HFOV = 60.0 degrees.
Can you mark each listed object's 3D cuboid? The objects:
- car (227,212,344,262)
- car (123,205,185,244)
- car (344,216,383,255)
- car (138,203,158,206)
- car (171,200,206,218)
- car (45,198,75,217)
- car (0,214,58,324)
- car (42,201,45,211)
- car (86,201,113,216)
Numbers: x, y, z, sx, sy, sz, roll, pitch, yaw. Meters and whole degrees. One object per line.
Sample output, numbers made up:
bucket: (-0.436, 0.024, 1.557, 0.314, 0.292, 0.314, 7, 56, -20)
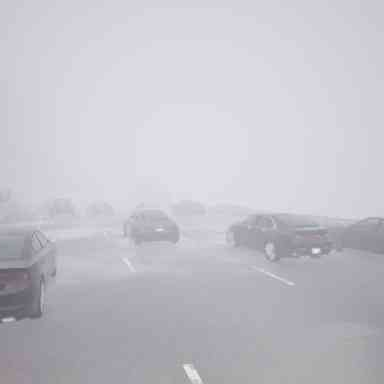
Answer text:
car: (2.929, 1.504, 12.229, 1.837, 1.490, 4.892, 0, 0, -19)
car: (-2.062, 1.563, 15.863, 1.994, 1.385, 4.181, 0, 0, -20)
car: (6.885, 1.547, 11.518, 2.033, 1.411, 5.357, 0, 0, -18)
car: (-4.038, 1.600, 29.998, 1.895, 1.301, 4.718, 0, 0, -24)
car: (-0.448, 1.490, 30.479, 2.128, 1.511, 4.902, 0, 0, -24)
car: (-12.368, 1.351, 31.315, 2.097, 1.767, 4.553, 0, 0, -26)
car: (-4.025, 1.478, 7.072, 1.882, 1.535, 5.008, 0, 0, -18)
car: (-17.049, 1.547, 40.340, 2.033, 1.411, 5.357, 0, 0, -29)
car: (-9.000, 1.563, 32.296, 1.994, 1.385, 4.181, 0, 0, -25)
